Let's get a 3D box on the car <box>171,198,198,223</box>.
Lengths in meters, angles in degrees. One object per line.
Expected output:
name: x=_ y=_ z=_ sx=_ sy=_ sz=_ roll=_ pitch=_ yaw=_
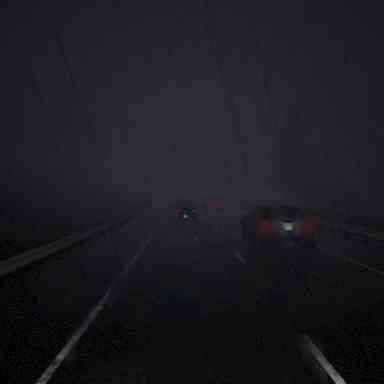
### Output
car: x=-0.556 y=1.424 z=24.407 sx=1.812 sy=1.442 sz=4.674 roll=0 pitch=0 yaw=-3

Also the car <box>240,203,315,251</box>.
car: x=3.360 y=1.292 z=13.911 sx=2.097 sy=1.767 sz=4.553 roll=0 pitch=0 yaw=-2

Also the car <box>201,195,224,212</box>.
car: x=2.226 y=1.195 z=37.215 sx=2.097 sy=1.767 sz=4.553 roll=0 pitch=0 yaw=-3
